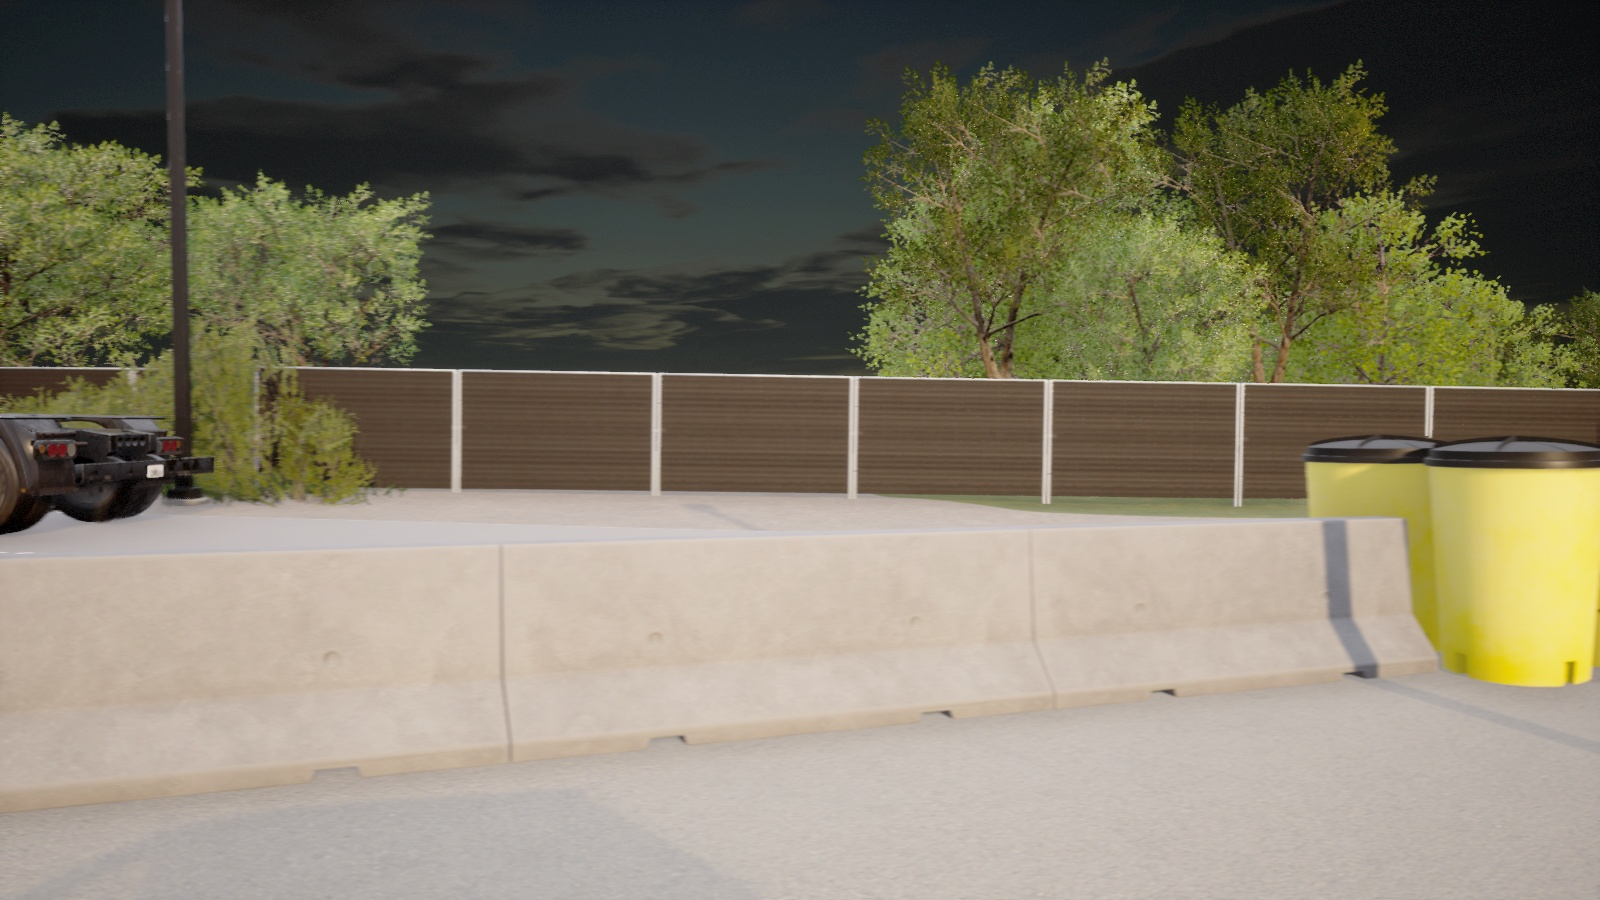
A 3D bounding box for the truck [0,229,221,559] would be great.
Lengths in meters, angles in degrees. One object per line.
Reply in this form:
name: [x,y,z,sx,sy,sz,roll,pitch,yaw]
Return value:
truck: [-11.498,-0.621,14.928,7.936,3.462,2.891,0,2,4]
